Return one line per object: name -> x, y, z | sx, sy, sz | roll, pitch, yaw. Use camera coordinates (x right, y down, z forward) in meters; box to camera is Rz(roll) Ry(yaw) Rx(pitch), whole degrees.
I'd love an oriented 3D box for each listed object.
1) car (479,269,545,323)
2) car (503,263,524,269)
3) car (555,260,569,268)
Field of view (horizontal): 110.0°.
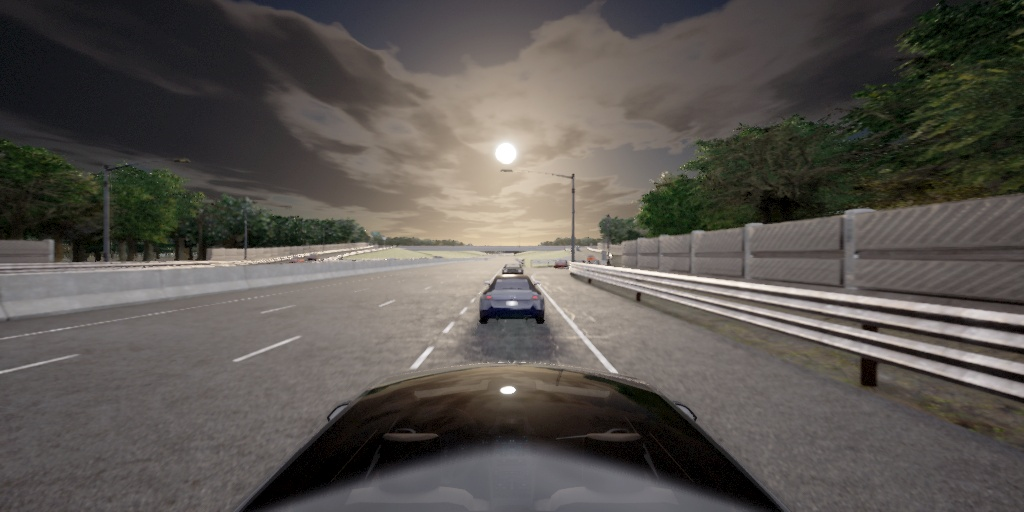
car -> 0.005, 1.308, 12.101 | 1.994, 1.385, 4.181 | 0, 0, 0
car -> 0.170, 1.322, 32.640 | 1.895, 1.301, 4.718 | 0, 0, 3
car -> 8.722, 1.352, 60.795 | 1.994, 1.385, 4.181 | 0, 0, 24
